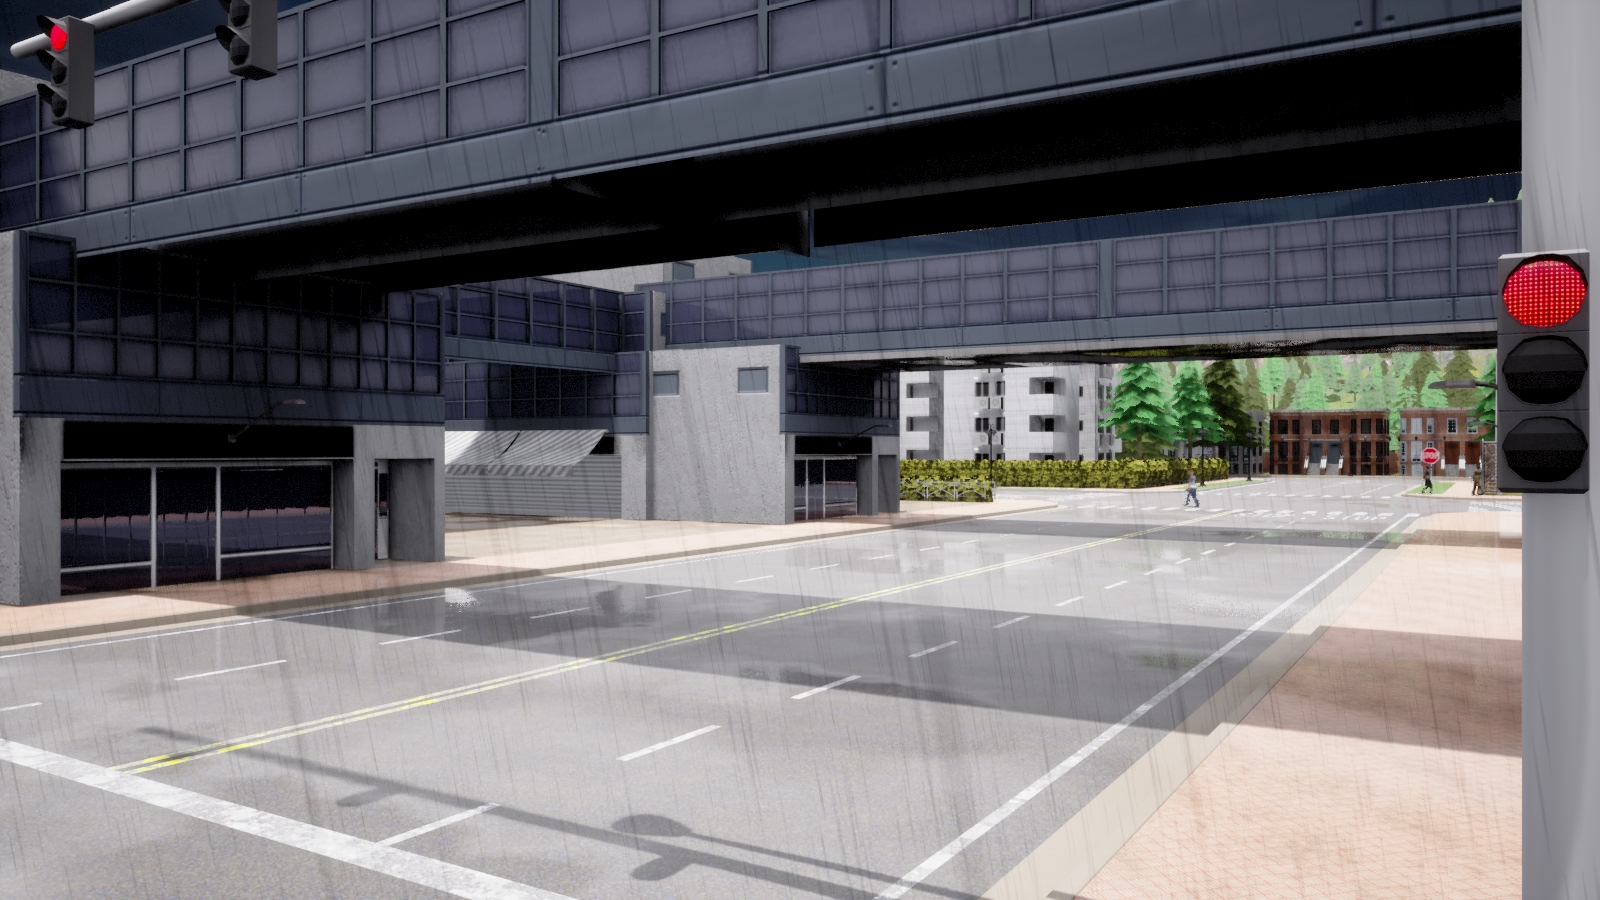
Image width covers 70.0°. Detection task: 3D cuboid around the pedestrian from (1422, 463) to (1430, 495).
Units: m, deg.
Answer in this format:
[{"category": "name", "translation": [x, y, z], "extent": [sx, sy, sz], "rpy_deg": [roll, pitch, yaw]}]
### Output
[{"category": "pedestrian", "translation": [36.739, 1.684, 67.062], "extent": [0.375, 1.860, 0.375], "rpy_deg": [0, 0, 39]}]

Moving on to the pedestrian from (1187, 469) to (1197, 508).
[{"category": "pedestrian", "translation": [18.835, 1.848, 54.900], "extent": [0.375, 1.860, 0.375], "rpy_deg": [0, 0, 31]}]

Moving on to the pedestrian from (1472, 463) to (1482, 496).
[{"category": "pedestrian", "translation": [38.872, 1.701, 65.581], "extent": [0.375, 1.860, 0.375], "rpy_deg": [0, 0, 7]}]
